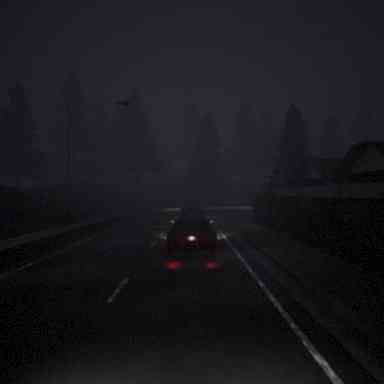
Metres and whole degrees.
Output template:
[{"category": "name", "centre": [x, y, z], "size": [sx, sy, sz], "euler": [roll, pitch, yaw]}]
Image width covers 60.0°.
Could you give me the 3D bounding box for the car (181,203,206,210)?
[{"category": "car", "centre": [0.153, 1.744, 29.345], "size": [1.882, 1.535, 5.008], "euler": [0, 0, 7]}]

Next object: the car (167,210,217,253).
[{"category": "car", "centre": [0.001, 1.697, 14.274], "size": [1.994, 1.385, 4.181], "euler": [0, 0, 0]}]
